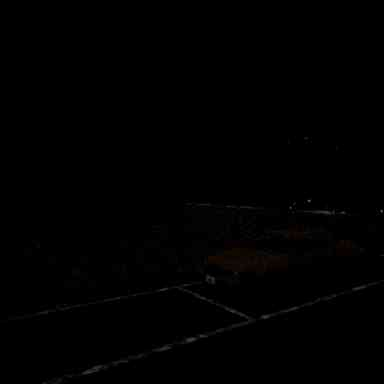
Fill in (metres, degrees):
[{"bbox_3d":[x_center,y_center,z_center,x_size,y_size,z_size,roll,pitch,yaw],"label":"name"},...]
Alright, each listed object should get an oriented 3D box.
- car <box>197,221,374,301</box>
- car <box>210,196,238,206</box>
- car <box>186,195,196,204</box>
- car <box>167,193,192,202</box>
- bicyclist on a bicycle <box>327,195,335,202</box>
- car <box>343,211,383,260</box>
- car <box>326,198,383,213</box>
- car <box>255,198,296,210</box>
[{"bbox_3d":[2.372,1.527,8.357,4.829,1.417,1.752,0,1,-35],"label":"car"},{"bbox_3d":[4.336,1.249,45.367,1.994,1.385,4.181,1,0,-34],"label":"car"},{"bbox_3d":[-1.261,1.194,53.575,1.895,1.301,4.718,1,0,-34],"label":"car"},{"bbox_3d":[-2.327,1.058,60.717,2.128,1.511,4.902,1,0,-34],"label":"car"},{"bbox_3d":[16.306,1.159,38.926,1.656,1.620,0.582,0,0,-34],"label":"bicyclist on a bicycle"},{"bbox_3d":[7.132,1.547,11.662,4.507,1.381,1.887,0,1,-35],"label":"car"},{"bbox_3d":[14.700,1.342,30.230,2.128,1.511,4.902,1,0,-34],"label":"car"},{"bbox_3d":[9.460,1.368,37.875,1.895,1.301,4.718,1,0,-34],"label":"car"}]
